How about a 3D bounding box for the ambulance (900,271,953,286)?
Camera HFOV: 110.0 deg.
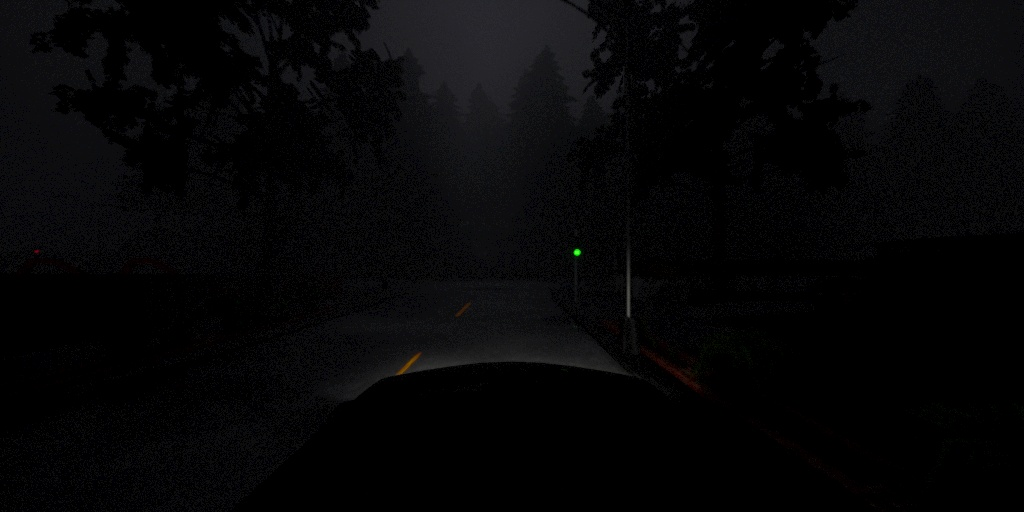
[{"bbox_3d":[40.064,1.175,32.634,6.366,2.431,2.351,0,-1,0],"label":"ambulance"}]
